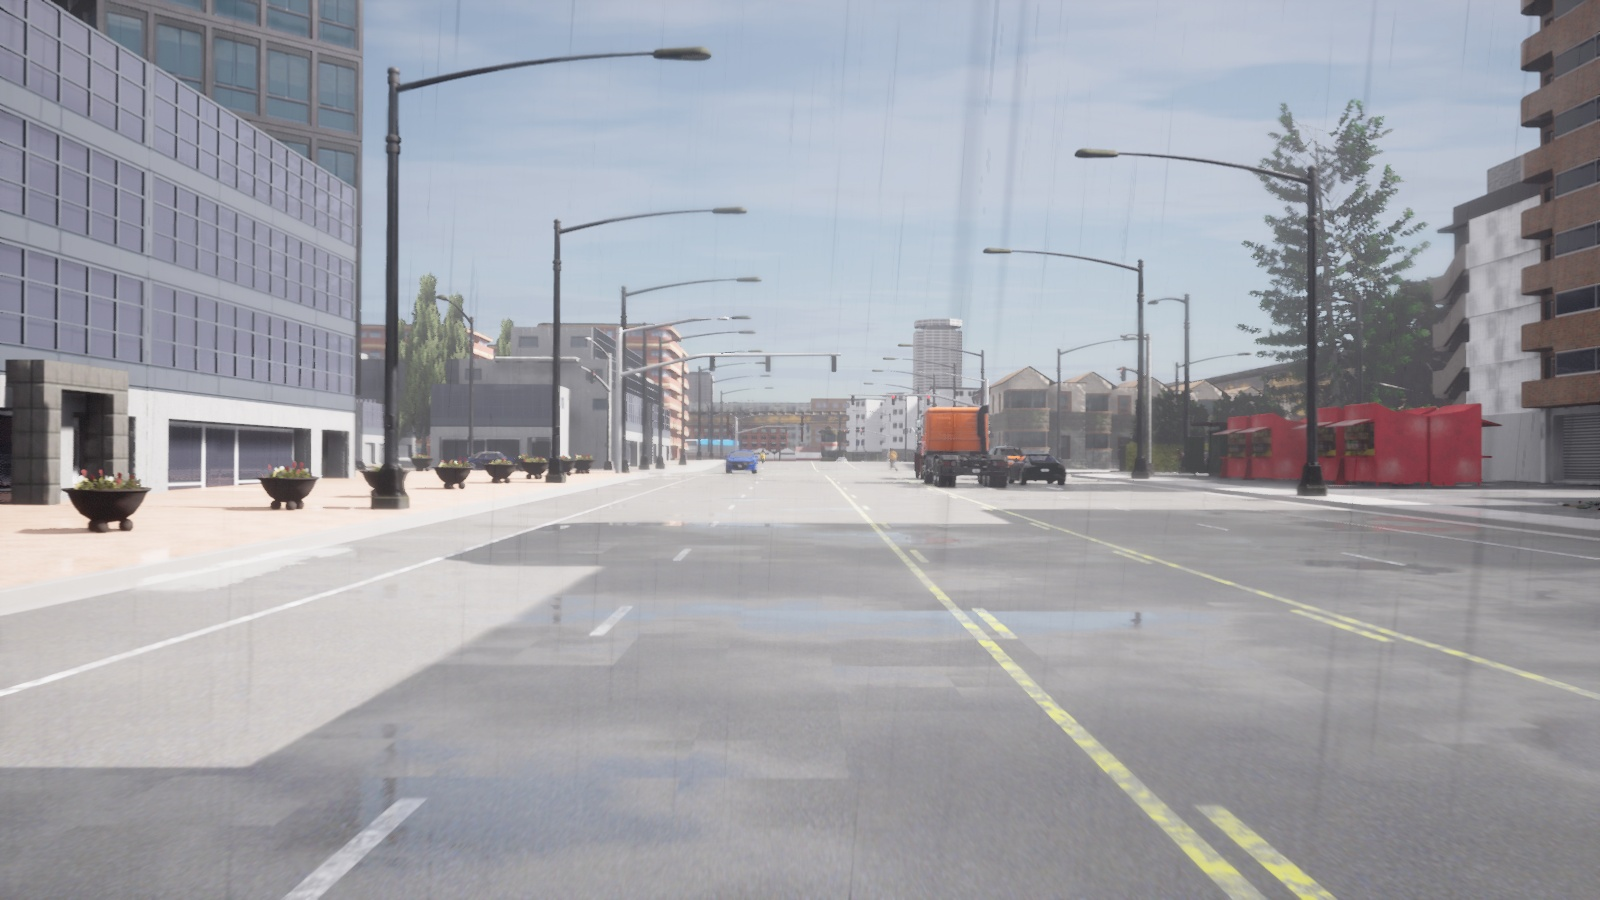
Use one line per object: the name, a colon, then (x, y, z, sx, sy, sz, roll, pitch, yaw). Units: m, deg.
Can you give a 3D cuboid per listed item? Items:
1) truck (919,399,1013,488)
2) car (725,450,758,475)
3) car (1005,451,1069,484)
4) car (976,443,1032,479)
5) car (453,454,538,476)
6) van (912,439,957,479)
truck: (6.866, -0.283, 53.155, 2.891, 3.462, 7.936, 0, 0, 0)
car: (-3.696, 0.771, 80.121, 1.882, 1.535, 5.008, 0, 0, 0)
car: (10.366, 0.740, 55.243, 1.994, 1.385, 4.181, 0, 0, 0)
car: (10.343, 0.521, 63.917, 2.097, 1.767, 4.553, 0, 0, 0)
car: (-18.551, 0.904, 76.724, 4.718, 1.301, 1.895, 0, -1, 0)
van: (6.841, 0.432, 64.247, 1.775, 1.987, 4.442, 0, 0, 0)
